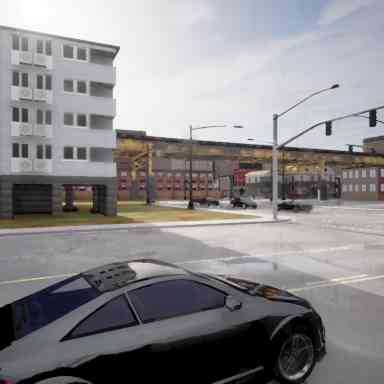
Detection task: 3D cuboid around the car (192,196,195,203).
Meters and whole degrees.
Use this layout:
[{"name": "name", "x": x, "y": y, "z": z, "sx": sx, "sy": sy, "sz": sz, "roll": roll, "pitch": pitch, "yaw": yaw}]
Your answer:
[{"name": "car", "x": 0.742, "y": 1.547, "z": 65.788, "sx": 2.033, "sy": 1.411, "sz": 5.357, "roll": 0, "pitch": 0, "yaw": 3}]

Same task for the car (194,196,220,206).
[{"name": "car", "x": 2.705, "y": 1.547, "z": 55.301, "sx": 2.033, "sy": 1.411, "sz": 5.357, "roll": 0, "pitch": 0, "yaw": -21}]

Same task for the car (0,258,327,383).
[{"name": "car", "x": -0.346, "y": 1.564, "z": 4.078, "sx": 4.181, "sy": 1.385, "sz": 1.994, "roll": 0, "pitch": 0, "yaw": -30}]

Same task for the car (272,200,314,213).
[{"name": "car", "x": 11.185, "y": 1.601, "z": 37.050, "sx": 1.895, "sy": 1.301, "sz": 4.718, "roll": 0, "pitch": 0, "yaw": -26}]

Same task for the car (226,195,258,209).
[{"name": "car", "x": 7.052, "y": 1.505, "z": 45.763, "sx": 1.837, "sy": 1.490, "sz": 4.892, "roll": 0, "pitch": 0, "yaw": -25}]
